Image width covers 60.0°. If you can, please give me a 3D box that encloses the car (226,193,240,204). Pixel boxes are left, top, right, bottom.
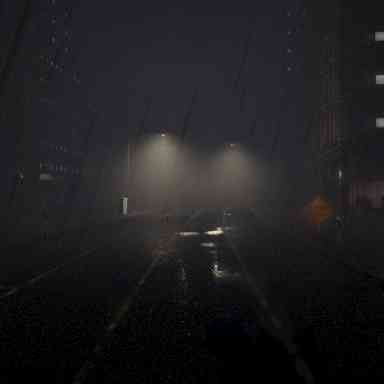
[{"bbox_3d":[8.353,1.222,67.083,2.150,2.045,5.566,0,0,13],"label":"car"}]

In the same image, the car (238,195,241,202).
[{"bbox_3d":[9.497,1.245,63.412,1.690,1.788,3.998,1,0,12],"label":"car"}]

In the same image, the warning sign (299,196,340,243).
[{"bbox_3d":[5.257,1.095,13.811,1.300,1.860,1.060,-1,-1,3],"label":"warning sign"}]

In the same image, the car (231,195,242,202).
[{"bbox_3d":[9.721,1.468,72.850,1.812,1.442,4.674,0,0,14],"label":"car"}]

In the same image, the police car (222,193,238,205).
[{"bbox_3d":[6.338,1.375,57.441,1.930,1.638,5.238,0,0,11],"label":"police car"}]
